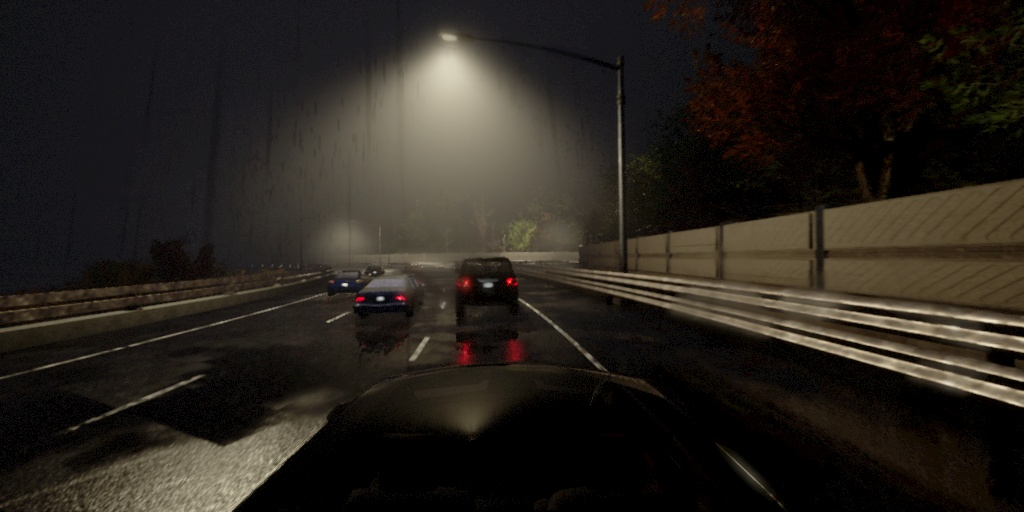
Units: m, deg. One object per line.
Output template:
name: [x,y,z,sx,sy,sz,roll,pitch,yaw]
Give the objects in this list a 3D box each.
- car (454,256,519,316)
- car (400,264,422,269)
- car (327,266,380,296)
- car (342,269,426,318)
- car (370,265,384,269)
car: [-1.070,1.043,14.020,2.150,2.045,5.566,-1,0,-7]
car: [-10.124,1.537,36.246,2.128,1.511,4.902,-1,0,-20]
car: [-9.440,1.529,21.360,1.994,1.385,4.181,-1,0,-11]
car: [-4.480,1.413,13.736,2.033,1.411,5.357,-1,0,-8]
car: [-14.859,1.683,38.800,1.994,1.385,4.181,-1,0,-22]
